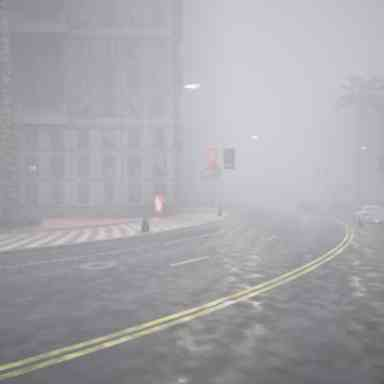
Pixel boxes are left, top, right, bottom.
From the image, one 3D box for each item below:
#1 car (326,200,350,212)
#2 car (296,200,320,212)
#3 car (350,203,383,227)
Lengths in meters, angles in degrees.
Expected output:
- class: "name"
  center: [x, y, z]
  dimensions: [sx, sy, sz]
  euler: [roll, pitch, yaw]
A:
- class: "car"
  center: [18.749, 1.769, 42.462]
  dimensions: [1.837, 1.490, 4.892]
  euler: [0, -1, 1]
- class: "car"
  center: [15.278, 1.785, 43.958]
  dimensions: [2.128, 1.511, 4.902]
  euler: [0, 0, 1]
- class: "car"
  center: [12.698, 1.664, 23.672]
  dimensions: [1.812, 1.442, 4.674]
  euler: [0, 0, 20]
